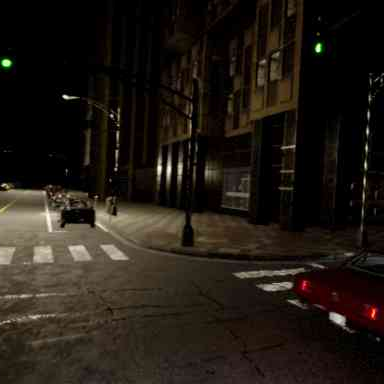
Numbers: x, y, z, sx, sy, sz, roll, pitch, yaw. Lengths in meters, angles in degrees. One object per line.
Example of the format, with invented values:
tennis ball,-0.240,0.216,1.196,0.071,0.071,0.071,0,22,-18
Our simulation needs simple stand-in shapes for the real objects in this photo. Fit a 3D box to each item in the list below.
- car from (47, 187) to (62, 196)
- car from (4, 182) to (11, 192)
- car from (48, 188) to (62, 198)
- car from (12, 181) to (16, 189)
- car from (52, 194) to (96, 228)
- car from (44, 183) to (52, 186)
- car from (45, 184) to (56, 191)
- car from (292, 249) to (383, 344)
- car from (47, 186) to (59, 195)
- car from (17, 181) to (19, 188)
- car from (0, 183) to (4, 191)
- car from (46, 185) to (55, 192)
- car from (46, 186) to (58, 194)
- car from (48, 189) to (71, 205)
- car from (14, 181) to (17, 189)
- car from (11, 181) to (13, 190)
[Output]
car,-13.095,0.558,33.126,1.887,1.381,4.507,3,1,-24
car,-34.722,-0.781,60.474,1.947,1.339,4.313,3,1,-24
car,-20.029,0.097,48.554,1.802,1.307,4.206,3,1,-24
car,-39.345,-1.106,70.760,1.947,1.339,4.313,3,1,-24
car,-6.162,1.064,17.697,2.008,1.369,4.403,3,1,-24
car,-22.333,-0.209,53.696,1.967,1.590,4.097,3,1,-24
car,-17.711,0.121,43.410,1.967,1.590,4.097,3,1,-24
car,4.258,1.746,6.016,4.718,1.301,1.895,3,1,-24
car,-24.718,-0.293,58.994,1.752,1.417,4.829,3,1,-24
car,-43.896,-1.466,80.890,1.752,1.417,4.829,3,1,-24
car,-30.029,-0.489,50.033,1.752,1.417,4.829,3,1,-24
car,-31.652,-0.782,74.423,1.752,1.417,4.829,3,1,-24
car,-26.961,-0.432,63.982,1.887,1.381,4.507,3,1,-24
car,-10.784,0.730,27.983,2.008,1.369,4.403,3,1,-24
car,-41.585,-1.304,75.747,1.752,1.417,4.829,3,1,-24
car,-36.962,-0.979,65.461,1.752,1.417,4.829,3,1,-24
